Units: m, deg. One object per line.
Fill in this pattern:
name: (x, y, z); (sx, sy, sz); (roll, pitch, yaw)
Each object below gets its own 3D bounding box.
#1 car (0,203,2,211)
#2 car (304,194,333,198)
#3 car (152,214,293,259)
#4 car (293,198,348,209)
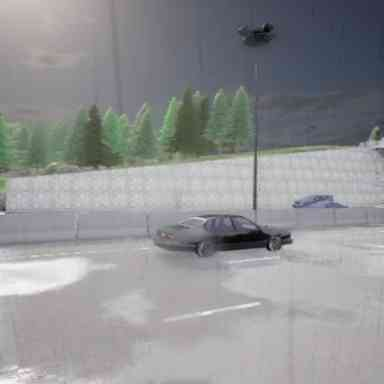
car: (-18.522, 1.204, 27.469); (4.892, 1.490, 1.837); (1, 1, -16)
car: (14.519, 1.315, 39.396); (5.566, 2.045, 2.150); (1, 0, -28)
car: (1.237, 1.532, 12.457); (5.357, 1.411, 2.033); (1, 0, -28)
car: (11.935, 1.559, 30.144); (5.008, 1.535, 1.882); (1, 0, -28)
